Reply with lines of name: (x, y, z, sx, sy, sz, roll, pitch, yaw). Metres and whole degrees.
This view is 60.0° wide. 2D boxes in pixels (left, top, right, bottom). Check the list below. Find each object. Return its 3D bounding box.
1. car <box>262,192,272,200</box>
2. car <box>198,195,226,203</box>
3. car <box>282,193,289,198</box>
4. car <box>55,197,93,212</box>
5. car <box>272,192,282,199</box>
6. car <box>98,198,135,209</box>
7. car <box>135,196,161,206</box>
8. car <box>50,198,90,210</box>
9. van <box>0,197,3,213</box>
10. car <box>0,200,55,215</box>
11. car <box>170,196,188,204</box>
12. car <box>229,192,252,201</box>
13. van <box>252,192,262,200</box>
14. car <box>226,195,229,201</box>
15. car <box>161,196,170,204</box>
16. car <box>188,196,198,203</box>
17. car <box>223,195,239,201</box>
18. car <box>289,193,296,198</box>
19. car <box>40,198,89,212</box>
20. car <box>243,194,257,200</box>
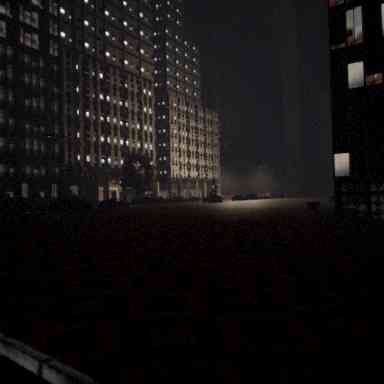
car: (16.138, 1.039, 76.347, 1.967, 1.590, 4.097, -2, -1, 35)
car: (3.508, 1.218, 58.129, 1.752, 1.417, 4.829, -2, -1, 35)
car: (22.541, 1.120, 85.499, 1.947, 1.339, 4.313, -2, -1, 35)
car: (-12.449, 1.264, 35.009, 1.967, 1.590, 4.097, -2, -1, 35)
car: (19.328, 0.892, 80.931, 2.192, 1.841, 5.009, -2, -1, 35)
car: (-9.276, 1.379, 39.605, 1.802, 1.307, 4.206, -2, -1, 35)
car: (-7.566, 1.416, 51.588, 1.837, 1.490, 4.892, -2, -1, 35)
car: (-16.031, 1.571, 43.942, 1.752, 1.417, 4.829, -2, -1, 35)
van: (-22.289, 1.442, 34.873, 1.690, 1.788, 3.998, -2, -1, 35)
car: (-15.521, 1.377, 30.550, 1.752, 1.417, 4.829, -2, -1, 35)
car: (-3.234, 1.487, 62.503, 1.887, 1.381, 4.507, -2, -1, 35)
car: (9.755, 1.086, 67.181, 1.967, 1.590, 4.097, -2, -1, 35)
van: (12.950, 0.963, 71.761, 1.690, 1.788, 3.998, -2, -1, 35)
car: (6.290, 1.312, 76.321, 1.967, 1.590, 4.097, -2, -1, 35)
car: (-6.411, 1.407, 57.899, 1.967, 1.590, 4.097, -2, -1, 35)
car: (-0.058, 1.469, 67.109, 2.008, 1.369, 4.403, -2, -1, 35)
car: (9.468, 1.394, 80.926, 1.887, 1.381, 4.507, -2, -1, 35)
car: (25.806, 1.058, 90.238, 1.752, 1.417, 4.829, -2, -1, 35)
car: (-15.352, 1.526, 40.337, 2.033, 1.411, 5.357, -2, -1, 35)
car: (15.818, 1.351, 90.136, 1.887, 1.381, 4.507, -2, -1, 35)
